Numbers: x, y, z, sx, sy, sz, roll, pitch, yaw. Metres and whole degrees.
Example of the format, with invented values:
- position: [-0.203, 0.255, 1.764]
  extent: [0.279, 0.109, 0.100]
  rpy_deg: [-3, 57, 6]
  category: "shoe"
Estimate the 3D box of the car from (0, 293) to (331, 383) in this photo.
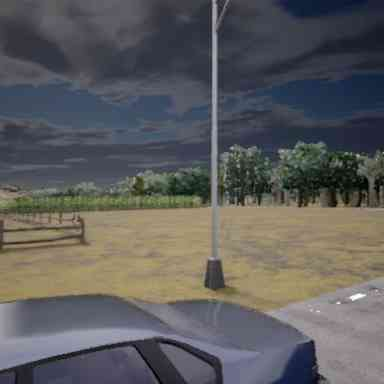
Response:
- position: [-1.331, 1.548, 2.104]
  extent: [5.357, 1.411, 2.033]
  rpy_deg: [0, 0, -35]
  category: "car"
